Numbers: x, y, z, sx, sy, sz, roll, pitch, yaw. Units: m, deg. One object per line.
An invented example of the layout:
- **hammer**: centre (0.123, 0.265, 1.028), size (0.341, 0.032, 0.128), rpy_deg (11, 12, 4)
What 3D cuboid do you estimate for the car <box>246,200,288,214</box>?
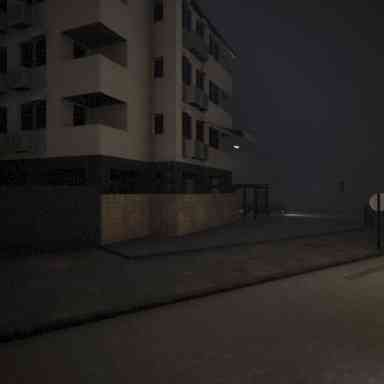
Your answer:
- **car**: centre (7.505, 1.547, 35.411), size (2.033, 1.411, 5.357), rpy_deg (0, 0, -35)
